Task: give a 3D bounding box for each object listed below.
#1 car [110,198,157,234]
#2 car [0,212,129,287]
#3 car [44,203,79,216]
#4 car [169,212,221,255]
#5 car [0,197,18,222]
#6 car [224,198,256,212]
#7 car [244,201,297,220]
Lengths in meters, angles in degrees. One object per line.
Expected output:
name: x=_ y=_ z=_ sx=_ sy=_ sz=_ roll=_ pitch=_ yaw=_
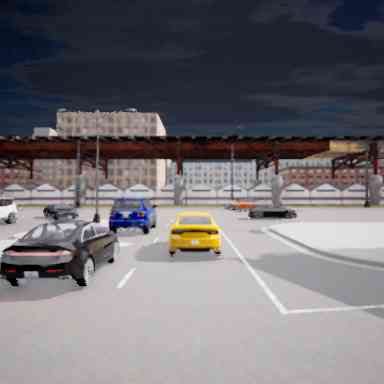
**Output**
car: x=-3.456 y=1.349 z=20.187 sx=2.150 sy=2.045 sz=5.566 roll=0 pitch=0 yaw=0
car: x=-3.399 y=1.552 z=9.467 sx=2.128 sy=1.511 sz=4.902 roll=0 pitch=0 yaw=0
car: x=-12.051 y=1.738 z=30.478 sx=2.033 sy=1.411 sz=5.357 roll=1 pitch=-1 yaw=-39
car: x=0.101 y=1.564 z=13.667 sx=1.882 sy=1.535 sz=5.008 roll=0 pitch=0 yaw=0
car: x=-14.277 y=1.367 z=22.984 sx=2.150 sy=2.045 sz=5.566 roll=1 pitch=0 yaw=0
car: x=6.498 y=1.622 z=43.429 sx=4.553 sy=1.767 sz=2.097 roll=0 pitch=0 yaw=1
car: x=7.140 y=1.748 z=29.511 sx=4.181 sy=1.385 sz=1.994 roll=0 pitch=-1 yaw=0
